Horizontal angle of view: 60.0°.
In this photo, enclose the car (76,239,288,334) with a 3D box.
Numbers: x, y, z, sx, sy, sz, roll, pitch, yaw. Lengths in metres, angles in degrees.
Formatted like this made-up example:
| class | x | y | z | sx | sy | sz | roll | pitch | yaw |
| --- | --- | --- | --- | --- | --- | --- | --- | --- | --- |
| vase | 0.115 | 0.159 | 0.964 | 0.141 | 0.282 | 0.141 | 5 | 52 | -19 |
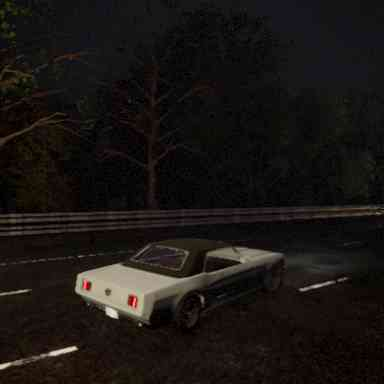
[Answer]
| class | x | y | z | sx | sy | sz | roll | pitch | yaw |
| --- | --- | --- | --- | --- | --- | --- | --- | --- | --- |
| car | 0.194 | 1.647 | 6.950 | 1.895 | 1.301 | 4.718 | 0 | -1 | 41 |
